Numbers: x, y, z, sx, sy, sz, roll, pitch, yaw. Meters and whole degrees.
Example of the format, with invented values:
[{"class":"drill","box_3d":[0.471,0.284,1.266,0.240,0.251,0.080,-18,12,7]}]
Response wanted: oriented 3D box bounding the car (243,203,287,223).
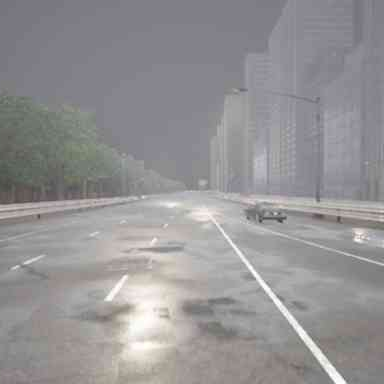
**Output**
[{"class":"car","box_3d":[5.450,1.557,25.419,2.033,1.411,5.357,0,0,-7]}]
